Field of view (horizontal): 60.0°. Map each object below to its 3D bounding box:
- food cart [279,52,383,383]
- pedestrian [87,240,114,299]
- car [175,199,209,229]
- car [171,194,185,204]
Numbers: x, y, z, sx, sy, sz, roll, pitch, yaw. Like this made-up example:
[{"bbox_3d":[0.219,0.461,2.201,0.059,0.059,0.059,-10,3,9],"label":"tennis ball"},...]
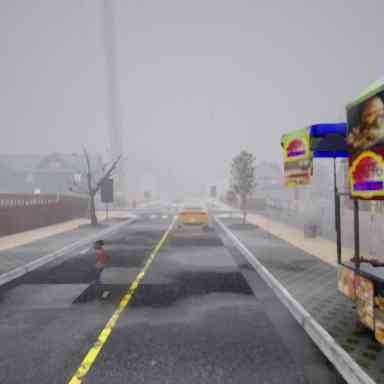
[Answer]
[{"bbox_3d":[2.981,0.461,4.526,2.280,3.560,4.660,-1,-1,0],"label":"food cart"},{"bbox_3d":[-1.954,1.287,7.096,0.375,1.860,0.375,1,-1,-3],"label":"pedestrian"},{"bbox_3d":[0.067,1.468,21.802,1.882,1.535,5.008,0,0,0],"label":"car"},{"bbox_3d":[-2.790,1.613,63.068,1.994,1.385,4.181,0,0,1],"label":"car"}]
